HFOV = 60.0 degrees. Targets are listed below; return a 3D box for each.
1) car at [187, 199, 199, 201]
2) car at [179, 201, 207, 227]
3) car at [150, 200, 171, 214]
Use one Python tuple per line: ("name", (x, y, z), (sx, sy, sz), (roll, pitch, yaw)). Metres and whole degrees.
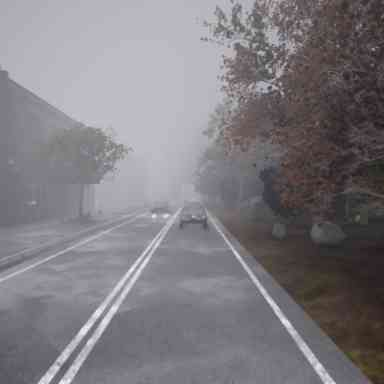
("car", (0.094, 1.578, 41.741), (1.882, 1.535, 5.008), (0, 0, 0))
("car", (0.094, 1.580, 23.040), (2.033, 1.411, 5.357), (0, 0, 0))
("car", (-3.352, 1.611, 36.528), (2.033, 1.411, 5.357), (0, 0, 0))
